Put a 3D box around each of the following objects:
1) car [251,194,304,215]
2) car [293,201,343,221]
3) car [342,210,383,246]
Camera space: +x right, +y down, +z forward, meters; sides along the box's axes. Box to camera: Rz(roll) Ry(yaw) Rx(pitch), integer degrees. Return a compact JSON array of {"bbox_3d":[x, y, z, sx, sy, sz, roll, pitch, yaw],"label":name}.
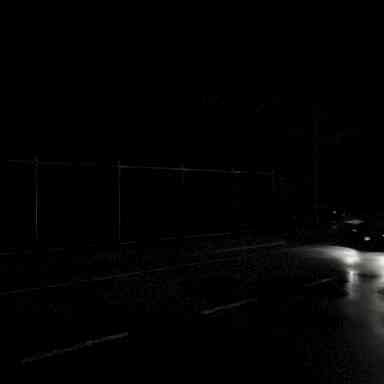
[{"bbox_3d":[9.209,1.279,36.477,2.150,2.045,5.566,0,0,-36],"label":"car"},{"bbox_3d":[10.716,1.581,28.378,1.812,1.442,4.674,0,0,-36],"label":"car"},{"bbox_3d":[8.658,1.525,14.274,4.674,1.442,1.812,0,0,-37],"label":"car"}]
